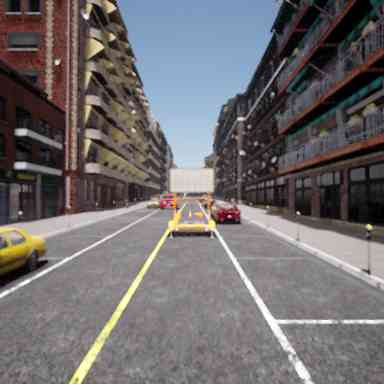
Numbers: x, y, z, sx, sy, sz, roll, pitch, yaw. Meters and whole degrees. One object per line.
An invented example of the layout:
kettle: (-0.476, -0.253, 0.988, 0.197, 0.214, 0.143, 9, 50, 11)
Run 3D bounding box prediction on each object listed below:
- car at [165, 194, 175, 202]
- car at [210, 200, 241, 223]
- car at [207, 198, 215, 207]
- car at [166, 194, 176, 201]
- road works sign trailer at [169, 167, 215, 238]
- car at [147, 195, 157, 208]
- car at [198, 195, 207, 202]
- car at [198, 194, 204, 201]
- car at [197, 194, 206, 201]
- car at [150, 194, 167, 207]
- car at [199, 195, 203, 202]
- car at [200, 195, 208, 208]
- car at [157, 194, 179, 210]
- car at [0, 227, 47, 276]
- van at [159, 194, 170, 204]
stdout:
car: (-5.288, 1.399, 80.326, 2.192, 1.841, 5.009, 1, 0, 0)
car: (2.586, 1.535, 24.957, 1.887, 1.381, 4.507, 1, 0, 0)
car: (2.586, 1.517, 30.659, 1.752, 1.417, 4.829, 1, 0, 0)
car: (-5.288, 1.416, 85.856, 2.192, 1.841, 5.009, 1, 0, 0)
road works sign trailer: (-0.009, 0.453, 17.643, 2.380, 3.560, 2.880, 0, 0, 0)
car: (-5.294, 1.535, 46.973, 1.752, 1.417, 4.829, 2, 0, 0)
car: (2.596, 1.523, 80.265, 1.967, 1.590, 4.097, 1, 0, 0)
car: (2.586, 1.596, 69.203, 1.887, 1.381, 4.507, 1, 0, 0)
car: (2.558, 1.434, 91.327, 2.192, 1.841, 5.009, 1, 0, 0)
car: (-5.288, 1.333, 52.675, 2.192, 1.841, 5.009, 2, 0, 0)
car: (2.586, 1.568, 52.611, 2.008, 1.369, 4.403, 1, 0, 0)
car: (2.586, 1.555, 47.079, 1.887, 1.381, 4.507, 1, 0, 0)
car: (-2.842, 1.225, 42.377, 2.150, 2.045, 5.566, 0, 0, 0)
car: (-5.293, 1.518, 8.265, 1.752, 1.417, 4.829, 2, 0, 0)
van: (-5.289, 1.379, 63.733, 1.690, 1.788, 3.998, 2, 0, 0)
